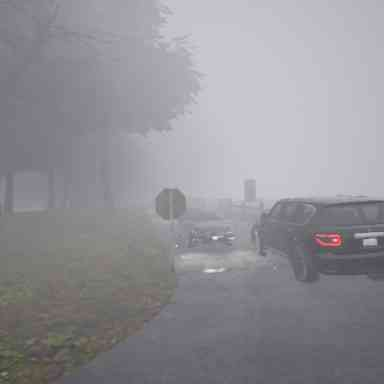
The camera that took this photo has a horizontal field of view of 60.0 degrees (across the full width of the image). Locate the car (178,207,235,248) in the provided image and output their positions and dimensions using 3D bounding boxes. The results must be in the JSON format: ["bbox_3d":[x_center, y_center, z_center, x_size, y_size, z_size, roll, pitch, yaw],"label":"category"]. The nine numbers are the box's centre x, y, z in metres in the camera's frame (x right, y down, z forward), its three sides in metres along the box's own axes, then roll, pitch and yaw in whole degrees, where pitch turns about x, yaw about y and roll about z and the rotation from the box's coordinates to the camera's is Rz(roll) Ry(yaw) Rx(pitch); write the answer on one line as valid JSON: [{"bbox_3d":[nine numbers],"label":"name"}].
[{"bbox_3d":[0.467,1.454,14.748,1.837,1.490,4.892,-1,1,-9],"label":"car"}]

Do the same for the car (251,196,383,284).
[{"bbox_3d":[3.424,1.152,9.620,2.150,2.045,5.566,-3,0,-7],"label":"car"}]

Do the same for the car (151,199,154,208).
[{"bbox_3d":[-4.579,1.465,46.025,2.128,1.511,4.902,-1,0,-9],"label":"car"}]

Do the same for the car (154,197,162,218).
[{"bbox_3d":[-1.939,1.296,29.459,2.097,1.767,4.553,-1,0,-9],"label":"car"}]
